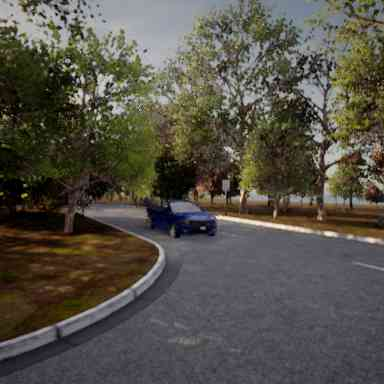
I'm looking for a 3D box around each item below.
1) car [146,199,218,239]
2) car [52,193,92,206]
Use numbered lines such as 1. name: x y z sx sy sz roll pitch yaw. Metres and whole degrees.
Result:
1. car: -0.609 1.099 15.317 1.882 1.535 5.008 1 1 -25
2. car: -12.303 0.479 31.937 5.566 2.045 2.150 1 -1 20
